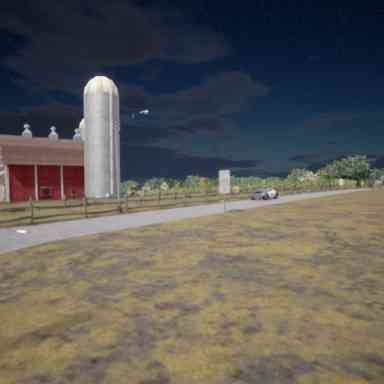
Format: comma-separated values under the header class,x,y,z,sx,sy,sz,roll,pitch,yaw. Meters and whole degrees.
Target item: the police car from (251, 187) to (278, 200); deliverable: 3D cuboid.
class,x,y,z,sx,sy,sz,roll,pitch,yaw
police car,8.944,0.210,41.150,2.038,1.542,4.974,-1,1,35
